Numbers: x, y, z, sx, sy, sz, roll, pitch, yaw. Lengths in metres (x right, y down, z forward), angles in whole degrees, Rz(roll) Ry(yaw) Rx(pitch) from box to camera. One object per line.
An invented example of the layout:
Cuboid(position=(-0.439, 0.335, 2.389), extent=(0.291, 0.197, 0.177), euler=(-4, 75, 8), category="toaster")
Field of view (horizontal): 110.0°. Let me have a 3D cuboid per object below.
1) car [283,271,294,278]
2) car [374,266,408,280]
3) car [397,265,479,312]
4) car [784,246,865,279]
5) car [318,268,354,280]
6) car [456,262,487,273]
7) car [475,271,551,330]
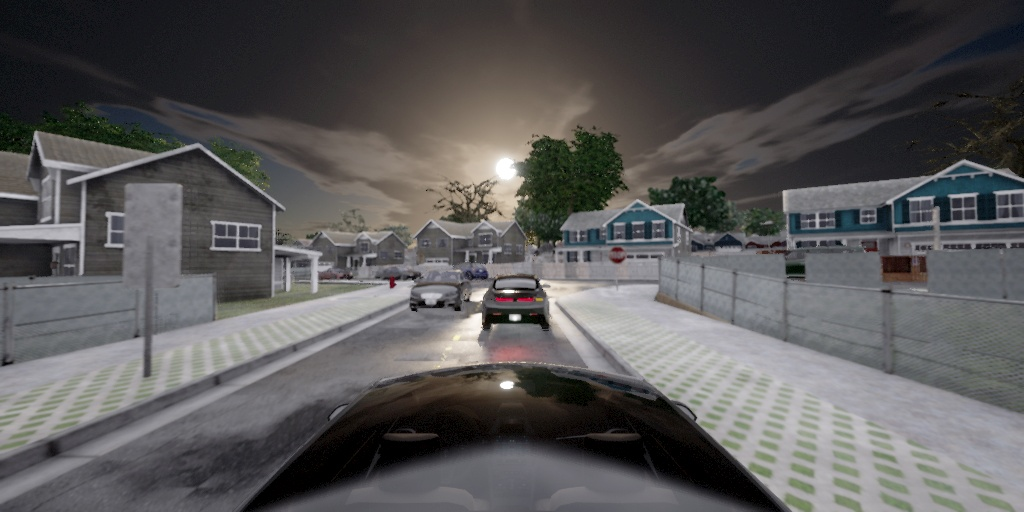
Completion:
Cuboid(position=(-29.388, 2.272, 44.987), extent=(4.902, 1.511, 2.128), euler=(-2, -2, 29), category="car")
Cuboid(position=(-10.720, 1.690, 34.015), extent=(5.357, 1.411, 2.033), euler=(-2, -2, 32), category="car")
Cuboid(position=(-2.747, 1.301, 14.600), extent=(2.128, 1.511, 4.902), euler=(0, 0, 0), category="car")
Cuboid(position=(15.924, 0.560, 19.618), extent=(5.566, 2.045, 2.150), euler=(-2, -2, 36), category="car")
Cuboid(position=(-19.327, 2.001, 39.206), extent=(4.181, 1.385, 1.994), euler=(-2, -2, 30), category="car")
Cuboid(position=(-4.426, 1.383, 33.278), extent=(4.553, 1.767, 2.097), euler=(-2, -2, 40), category="car")
Cuboid(position=(0.162, 1.297, 11.316), extent=(1.837, 1.490, 4.892), euler=(0, -1, 2), category="car")
